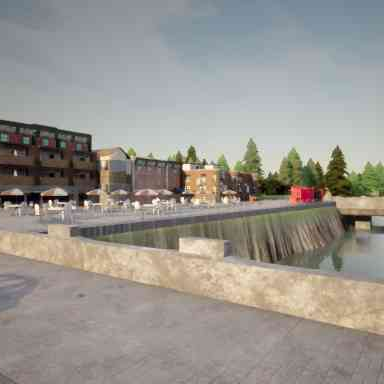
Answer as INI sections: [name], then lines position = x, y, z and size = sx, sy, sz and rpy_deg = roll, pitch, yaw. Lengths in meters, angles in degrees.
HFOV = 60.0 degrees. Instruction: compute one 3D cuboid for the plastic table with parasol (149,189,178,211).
[plastic table with parasol]
position = -3.364, 0.925, 39.482
size = 2.482, 2.480, 2.482
rpy_deg = 0, 0, 36
